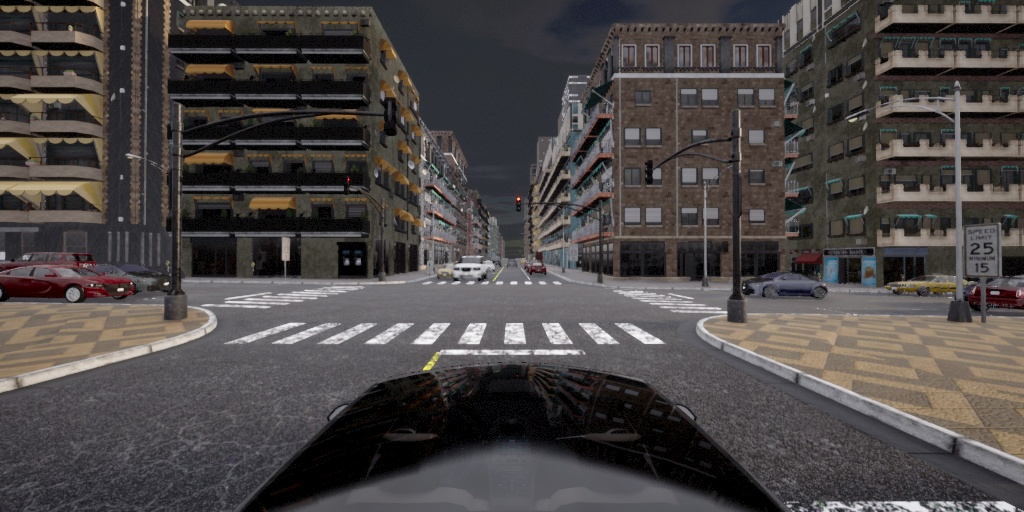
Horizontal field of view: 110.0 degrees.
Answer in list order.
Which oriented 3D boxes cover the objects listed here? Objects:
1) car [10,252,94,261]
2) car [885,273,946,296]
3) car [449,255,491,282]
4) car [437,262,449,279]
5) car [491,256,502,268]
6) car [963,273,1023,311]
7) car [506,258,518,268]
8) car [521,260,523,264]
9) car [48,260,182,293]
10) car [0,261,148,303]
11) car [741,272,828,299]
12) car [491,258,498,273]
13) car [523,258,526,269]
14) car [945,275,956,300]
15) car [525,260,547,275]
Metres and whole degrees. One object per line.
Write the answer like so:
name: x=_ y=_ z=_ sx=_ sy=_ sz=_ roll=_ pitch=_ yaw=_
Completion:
car: x=-28.642 y=0.686 z=22.013 sx=5.009 sy=1.841 sz=2.192 roll=0 pitch=0 yaw=0
car: x=26.251 y=1.756 z=22.384 sx=4.829 sy=1.417 sz=1.751 roll=0 pitch=0 yaw=0
car: x=-3.256 y=0.978 z=29.175 sx=2.150 sy=2.045 sz=5.566 roll=0 pitch=0 yaw=3
car: x=-5.683 y=1.283 z=32.686 sx=1.751 sy=1.417 sz=4.829 roll=0 pitch=0 yaw=0
car: x=-3.032 y=0.993 z=64.361 sx=2.150 sy=2.045 sz=5.566 roll=0 pitch=0 yaw=0
car: x=20.837 y=1.501 z=14.030 sx=4.097 sy=1.591 sz=1.967 roll=0 pitch=0 yaw=0
car: x=0.014 y=1.261 z=63.793 sx=2.128 sy=1.511 sz=4.902 roll=0 pitch=0 yaw=0
car: x=2.702 y=1.347 z=54.934 sx=1.802 sy=1.307 sz=4.207 roll=0 pitch=0 yaw=0
car: x=-17.728 y=1.047 z=16.307 sx=4.181 sy=1.385 sz=1.994 roll=1 pitch=-1 yaw=-1
car: x=-17.260 y=1.011 z=13.716 sx=4.507 sy=1.381 sz=1.888 roll=0 pitch=0 yaw=0
car: x=14.742 y=1.586 z=19.749 sx=4.181 sy=1.385 sz=1.994 roll=1 pitch=-1 yaw=0
car: x=-3.089 y=1.287 z=44.836 sx=1.812 sy=1.442 sz=4.674 roll=0 pitch=0 yaw=0
car: x=2.700 y=1.201 z=43.888 sx=1.967 sy=1.591 sz=4.097 roll=0 pitch=0 yaw=0
car: x=23.461 y=1.691 z=16.605 sx=4.181 sy=1.385 sz=1.994 roll=1 pitch=-1 yaw=0
car: x=2.699 y=1.304 z=38.364 sx=1.888 sy=1.381 sz=4.507 roll=0 pitch=0 yaw=0
